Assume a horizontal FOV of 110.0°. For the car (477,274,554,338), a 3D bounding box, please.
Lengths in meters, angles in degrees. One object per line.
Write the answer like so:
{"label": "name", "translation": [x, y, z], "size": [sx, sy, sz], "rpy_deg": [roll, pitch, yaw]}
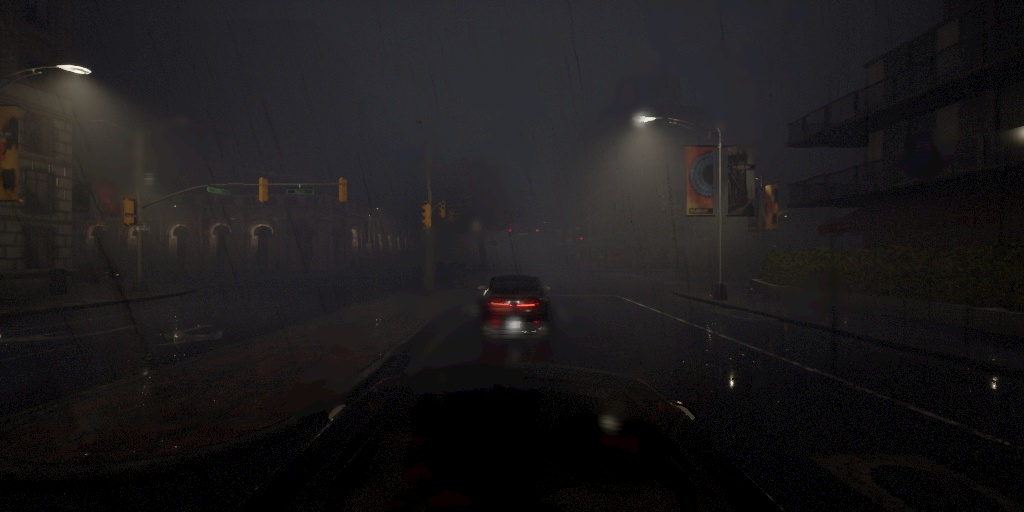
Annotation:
{"label": "car", "translation": [0.081, 1.255, 10.180], "size": [1.837, 1.490, 4.892], "rpy_deg": [0, 0, 0]}

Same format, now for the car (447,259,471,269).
{"label": "car", "translation": [-8.038, 1.241, 54.437], "size": [2.128, 1.511, 4.902], "rpy_deg": [0, 0, 0]}

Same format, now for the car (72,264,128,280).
{"label": "car", "translation": [-33.475, 1.314, 28.596], "size": [4.181, 1.385, 1.994], "rpy_deg": [0, 0, 0]}
